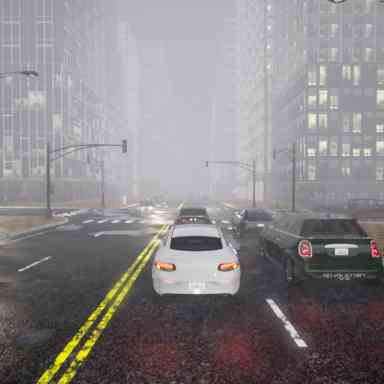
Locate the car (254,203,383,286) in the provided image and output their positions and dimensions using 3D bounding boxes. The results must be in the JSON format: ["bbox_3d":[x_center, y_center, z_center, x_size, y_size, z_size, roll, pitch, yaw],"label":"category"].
[{"bbox_3d":[3.327,1.348,9.534,2.097,1.767,4.553,0,0,0],"label":"car"}]

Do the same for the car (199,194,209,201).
[{"bbox_3d":[3.049,1.392,80.430,1.882,1.535,5.008,0,0,0],"label":"car"}]

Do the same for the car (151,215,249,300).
[{"bbox_3d":[0.081,1.522,8.258,1.812,1.442,4.674,0,0,0],"label":"car"}]

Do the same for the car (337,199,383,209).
[{"bbox_3d":[16.127,1.518,29.674,5.009,1.841,2.192,1,0,1],"label":"car"}]

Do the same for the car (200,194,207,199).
[{"bbox_3d":[3.022,1.262,90.848,1.812,1.442,4.674,0,0,0],"label":"car"}]

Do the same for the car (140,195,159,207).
[{"bbox_3d":[-6.718,1.526,50.850,1.994,1.385,4.181,0,0,0],"label":"car"}]

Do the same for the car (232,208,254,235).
[{"bbox_3d":[3.304,1.554,17.921,1.994,1.385,4.181,0,0,0],"label":"car"}]

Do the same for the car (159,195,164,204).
[{"bbox_3d":[-6.722,1.427,61.173,1.882,1.535,5.008,0,0,1],"label":"car"}]

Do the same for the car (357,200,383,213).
[{"bbox_3d":[21.715,1.641,37.974,4.829,1.417,1.752,1,0,1],"label":"car"}]

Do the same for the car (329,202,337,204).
[{"bbox_3d":[15.066,1.701,35.460,4.718,1.301,1.895,0,1,0],"label":"car"}]

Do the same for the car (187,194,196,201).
[{"bbox_3d":[-0.202,1.414,80.423,1.837,1.490,4.892,0,0,0],"label":"car"}]

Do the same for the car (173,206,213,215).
[{"bbox_3d":[0.057,1.495,17.507,1.837,1.490,4.892,0,0,0],"label":"car"}]

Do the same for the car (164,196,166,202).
[{"bbox_3d":[-6.681,1.413,71.549,1.882,1.535,5.008,0,0,0],"label":"car"}]

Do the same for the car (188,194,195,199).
[{"bbox_3d":[-0.228,1.216,90.840,1.882,1.535,5.008,0,0,0],"label":"car"}]
